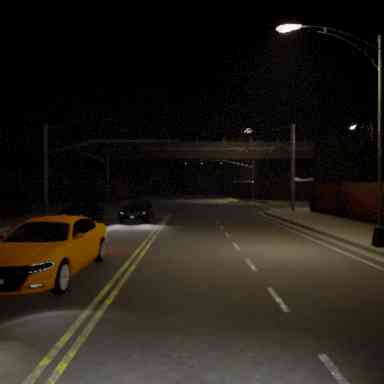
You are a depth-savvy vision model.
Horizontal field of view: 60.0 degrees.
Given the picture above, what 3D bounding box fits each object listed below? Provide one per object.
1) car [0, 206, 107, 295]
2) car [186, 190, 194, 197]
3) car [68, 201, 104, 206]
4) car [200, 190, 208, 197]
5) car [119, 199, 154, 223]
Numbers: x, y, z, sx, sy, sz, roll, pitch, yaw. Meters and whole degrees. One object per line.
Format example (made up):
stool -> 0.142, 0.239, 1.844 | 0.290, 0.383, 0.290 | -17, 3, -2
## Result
car -> -3.628, 1.371, 8.682 | 1.882, 1.535, 5.008 | 0, 1, 0
car -> -0.444, 0.342, 82.279 | 2.128, 1.511, 4.902 | 0, 1, 0
car -> -7.130, 1.275, 21.815 | 2.033, 1.411, 5.357 | 0, 1, 0
car -> 3.056, 0.330, 82.298 | 2.128, 1.511, 4.902 | 0, 1, 0
car -> -3.629, 1.232, 22.498 | 1.812, 1.442, 4.674 | 0, 1, 0
